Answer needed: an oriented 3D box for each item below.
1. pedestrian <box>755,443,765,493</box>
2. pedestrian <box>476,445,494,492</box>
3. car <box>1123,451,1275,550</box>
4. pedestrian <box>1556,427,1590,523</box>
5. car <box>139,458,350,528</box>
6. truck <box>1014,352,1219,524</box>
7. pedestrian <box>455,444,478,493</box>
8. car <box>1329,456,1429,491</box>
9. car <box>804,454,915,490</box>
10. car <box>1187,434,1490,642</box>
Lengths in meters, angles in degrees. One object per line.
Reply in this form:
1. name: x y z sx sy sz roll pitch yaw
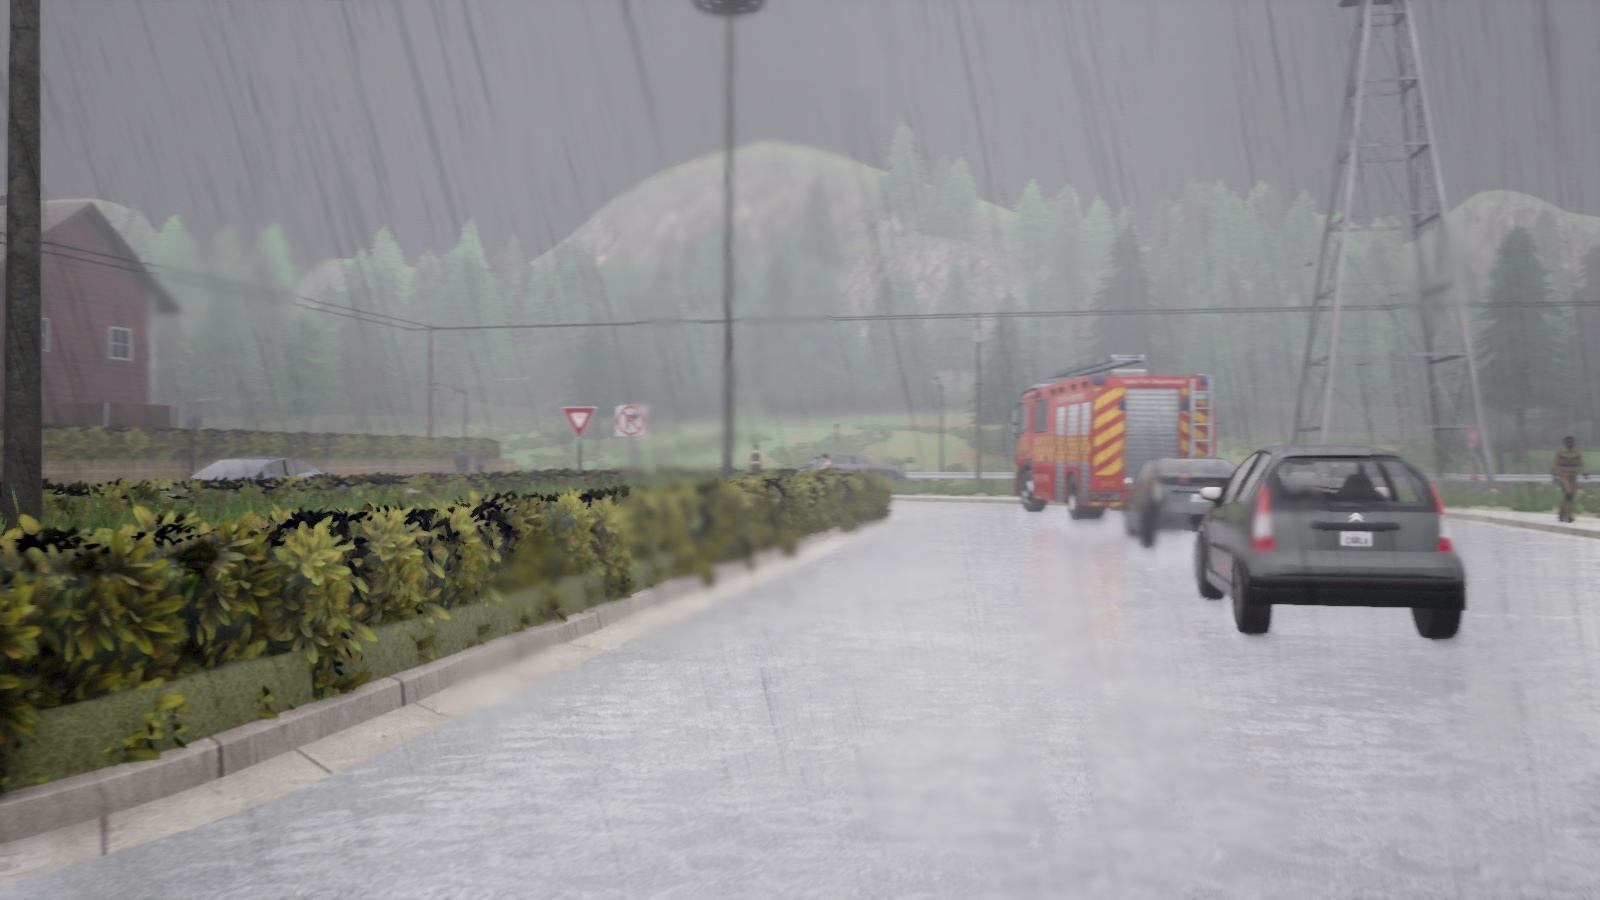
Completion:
1. pedestrian: -1.489 0.672 46.606 0.345 1.836 0.594 0 0 -5
2. pedestrian: -12.414 0.716 49.499 0.331 1.846 0.634 0 0 25
3. car: 6.796 0.801 21.860 2.007 1.525 4.514 0 0 11
4. pedestrian: 15.886 0.506 25.821 0.396 1.930 0.692 0 0 13
5. car: -12.860 0.948 29.499 2.163 1.488 4.792 0 0 11
6. truck: 7.767 -0.254 32.160 2.891 3.827 8.468 0 0 -2
7. pedestrian: -13.022 0.716 49.065 0.563 1.883 0.849 0 0 12
8. car: 25.099 1.008 54.558 3.633 1.501 1.845 0 0 12
9. car: 2.766 1.006 58.803 4.856 1.649 2.033 0 -1 -10
10. car: 4.845 0.699 11.895 1.851 1.617 3.988 0 0 11
